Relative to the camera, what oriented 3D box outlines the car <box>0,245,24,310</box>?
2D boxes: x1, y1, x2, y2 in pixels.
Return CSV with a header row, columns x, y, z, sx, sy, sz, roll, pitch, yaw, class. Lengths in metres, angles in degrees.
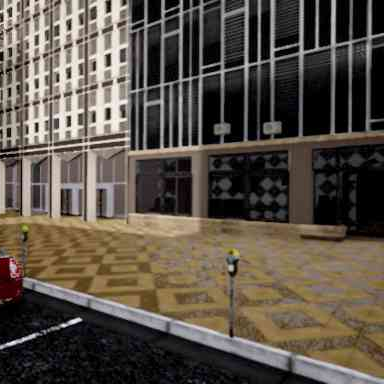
x,y,z,sx,sy,sz,roll,pitch,yaw,class
-5.148,1.443,6.535,4.097,1.590,1.967,0,1,35,car
